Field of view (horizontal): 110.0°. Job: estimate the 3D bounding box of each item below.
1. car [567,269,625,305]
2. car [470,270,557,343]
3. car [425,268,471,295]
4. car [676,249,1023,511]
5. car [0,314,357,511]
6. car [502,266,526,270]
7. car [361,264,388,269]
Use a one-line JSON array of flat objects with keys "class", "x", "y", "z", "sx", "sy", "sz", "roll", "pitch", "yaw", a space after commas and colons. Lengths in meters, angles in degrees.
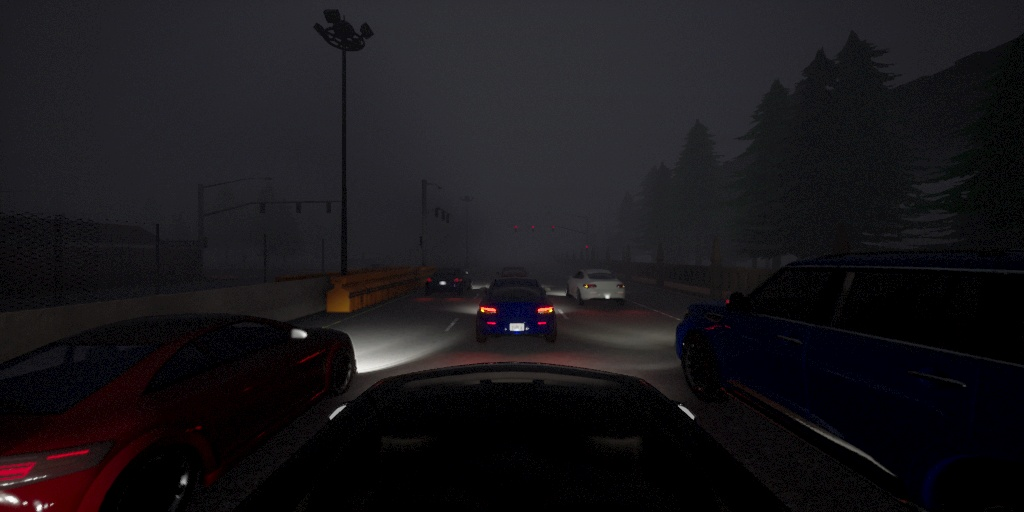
[{"class": "car", "x": 3.592, "y": 1.275, "z": 15.825, "sx": 1.812, "sy": 1.442, "sz": 4.674, "roll": 0, "pitch": 0, "yaw": 0}, {"class": "car", "x": 0.094, "y": 1.276, "z": 9.583, "sx": 1.812, "sy": 1.442, "sz": 4.674, "roll": 0, "pitch": 0, "yaw": 0}, {"class": "car", "x": -3.398, "y": 1.314, "z": 19.644, "sx": 1.994, "sy": 1.385, "sz": 4.181, "roll": 0, "pitch": 0, "yaw": 0}, {"class": "car", "x": 3.595, "y": 0.973, "z": 3.193, "sx": 2.150, "sy": 2.045, "sz": 5.566, "roll": 0, "pitch": 0, "yaw": 0}, {"class": "car", "x": -3.400, "y": 1.314, "z": 3.890, "sx": 1.994, "sy": 1.385, "sz": 4.181, "roll": 0, "pitch": 0, "yaw": 0}, {"class": "car", "x": 0.101, "y": 1.276, "z": 19.479, "sx": 1.812, "sy": 1.442, "sz": 4.674, "roll": 0, "pitch": 0, "yaw": 0}, {"class": "car", "x": -10.507, "y": 1.315, "z": 27.597, "sx": 1.994, "sy": 1.385, "sz": 4.181, "roll": 0, "pitch": 0, "yaw": 0}]
